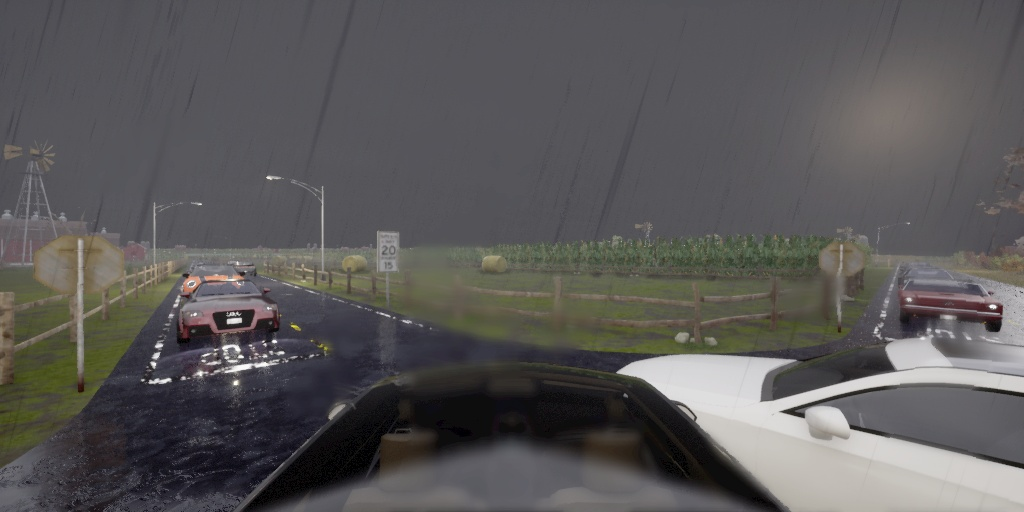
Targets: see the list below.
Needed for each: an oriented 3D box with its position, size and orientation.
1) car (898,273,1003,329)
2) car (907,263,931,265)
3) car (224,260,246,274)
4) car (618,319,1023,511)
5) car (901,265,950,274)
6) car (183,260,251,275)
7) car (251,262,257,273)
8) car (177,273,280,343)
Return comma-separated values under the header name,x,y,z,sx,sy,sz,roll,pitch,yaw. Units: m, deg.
name,x,y,z,sx,sy,sz,roll,pitch,yaw
car,13.578,1.390,11.297,4.718,1.301,1.895,0,1,-43
car,27.479,1.383,24.041,4.181,1.385,1.994,0,1,-43
car,-33.471,1.282,43.247,1.837,1.490,4.892,0,0,-41
car,2.850,1.293,2.293,1.812,1.442,4.674,0,1,-44
car,20.690,1.350,17.823,5.357,1.411,2.033,0,1,-42
car,-13.629,1.132,16.453,2.097,1.767,4.553,0,0,-41
car,-26.791,1.265,35.753,2.128,1.511,4.902,0,0,-41
car,-7.888,1.351,9.938,1.994,1.385,4.181,0,0,-42
